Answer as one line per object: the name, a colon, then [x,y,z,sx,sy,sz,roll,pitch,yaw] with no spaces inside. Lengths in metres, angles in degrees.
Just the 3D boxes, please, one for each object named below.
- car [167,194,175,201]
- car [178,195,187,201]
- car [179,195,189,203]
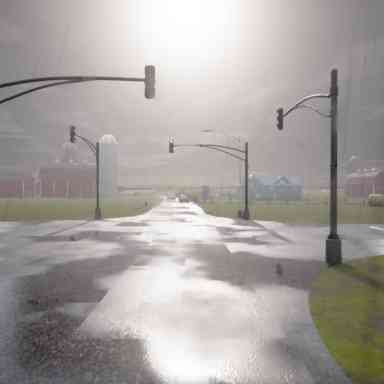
car: [-4.655,1.182,74.000,1.812,1.442,4.674,0,0,-3]
car: [-2.274,1.464,79.983,1.837,1.490,4.892,0,0,-4]
car: [-1.670,1.624,69.999,1.895,1.301,4.718,0,0,-3]
